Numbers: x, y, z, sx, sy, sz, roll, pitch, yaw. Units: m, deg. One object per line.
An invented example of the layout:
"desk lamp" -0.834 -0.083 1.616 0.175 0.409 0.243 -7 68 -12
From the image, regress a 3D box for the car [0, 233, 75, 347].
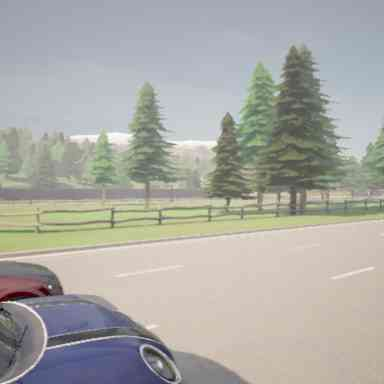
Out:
"car" -4.194 1.564 5.055 4.181 1.385 1.994 0 0 -35

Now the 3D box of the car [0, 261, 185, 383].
"car" -2.230 1.352 2.155 4.553 1.767 2.097 0 0 -35
